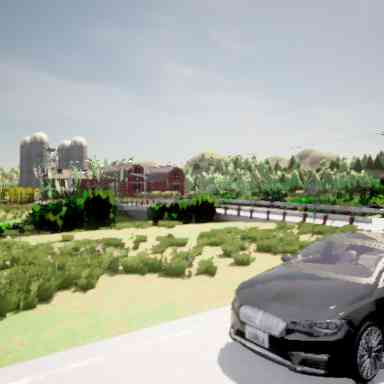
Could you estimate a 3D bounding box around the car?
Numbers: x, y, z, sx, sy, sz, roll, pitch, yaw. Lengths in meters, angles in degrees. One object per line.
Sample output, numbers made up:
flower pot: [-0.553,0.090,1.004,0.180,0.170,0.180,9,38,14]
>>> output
car: [2.778,1.492,5.502,4.902,1.511,2.128,0,0,-36]
